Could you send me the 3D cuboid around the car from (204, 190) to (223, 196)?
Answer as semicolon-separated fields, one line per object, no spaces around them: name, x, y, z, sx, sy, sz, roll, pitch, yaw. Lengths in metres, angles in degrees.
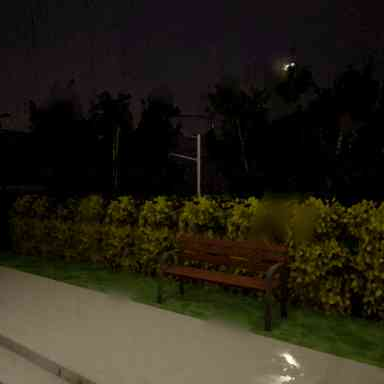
car;3.967;0.731;54.112;2.150;2.045;5.566;0;2;35
